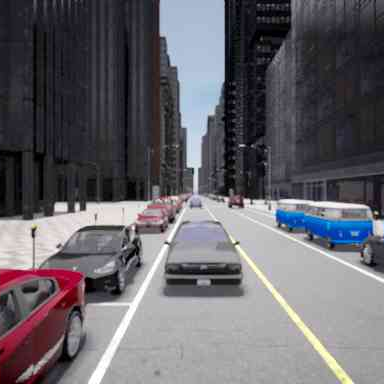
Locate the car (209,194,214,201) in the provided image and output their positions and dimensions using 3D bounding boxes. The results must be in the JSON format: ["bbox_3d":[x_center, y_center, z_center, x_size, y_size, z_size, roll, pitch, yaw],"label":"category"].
[{"bbox_3d":[6.552,1.727,91.880,1.887,1.381,4.507,0,0,0],"label":"car"}]

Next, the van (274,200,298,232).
[{"bbox_3d":[6.186,1.373,20.026,1.690,1.788,3.998,0,0,0],"label":"van"}]

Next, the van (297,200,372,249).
[{"bbox_3d":[6.157,1.363,14.408,1.690,1.788,3.998,0,0,0],"label":"van"}]

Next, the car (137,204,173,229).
[{"bbox_3d":[-2.339,1.615,20.051,1.802,1.307,4.206,0,0,0],"label":"car"}]

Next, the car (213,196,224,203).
[{"bbox_3d":[6.465,1.691,74.972,2.008,1.369,4.403,0,0,0],"label":"car"}]

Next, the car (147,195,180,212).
[{"bbox_3d":[-2.311,1.358,25.670,2.192,1.841,5.009,0,0,0],"label":"car"}]

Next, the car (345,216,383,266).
[{"bbox_3d":[6.129,1.564,8.788,2.008,1.369,4.403,0,0,0],"label":"car"}]

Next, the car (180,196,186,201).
[{"bbox_3d":[-2.196,1.667,48.143,1.802,1.307,4.206,0,0,0],"label":"car"}]

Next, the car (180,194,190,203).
[{"bbox_3d":[-2.060,1.457,74.997,2.192,1.841,5.009,0,0,0],"label":"car"}]

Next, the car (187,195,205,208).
[{"bbox_3d":[0.570,1.611,48.650,1.812,1.442,4.674,0,0,0],"label":"car"}]

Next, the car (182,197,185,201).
[{"bbox_3d":[-2.225,1.656,42.524,1.802,1.307,4.206,0,0,0],"label":"car"}]

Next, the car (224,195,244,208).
[{"bbox_3d":[6.329,1.398,48.119,2.192,1.841,5.009,0,0,0],"label":"car"}]

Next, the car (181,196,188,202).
[{"bbox_3d":[-2.003,1.695,86.099,1.752,1.417,4.829,0,0,0],"label":"car"}]

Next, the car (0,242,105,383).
[{"bbox_3d":[-2.425,1.550,3.196,1.887,1.381,4.507,0,0,0],"label":"car"}]

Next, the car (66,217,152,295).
[{"bbox_3d":[-2.396,1.580,8.815,1.947,1.339,4.313,0,0,0],"label":"car"}]

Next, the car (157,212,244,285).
[{"bbox_3d":[0.271,1.563,9.812,2.033,1.411,5.357,0,0,0],"label":"car"}]

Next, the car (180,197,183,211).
[{"bbox_3d":[-2.253,1.608,36.906,1.887,1.381,4.507,0,0,0],"label":"car"}]
